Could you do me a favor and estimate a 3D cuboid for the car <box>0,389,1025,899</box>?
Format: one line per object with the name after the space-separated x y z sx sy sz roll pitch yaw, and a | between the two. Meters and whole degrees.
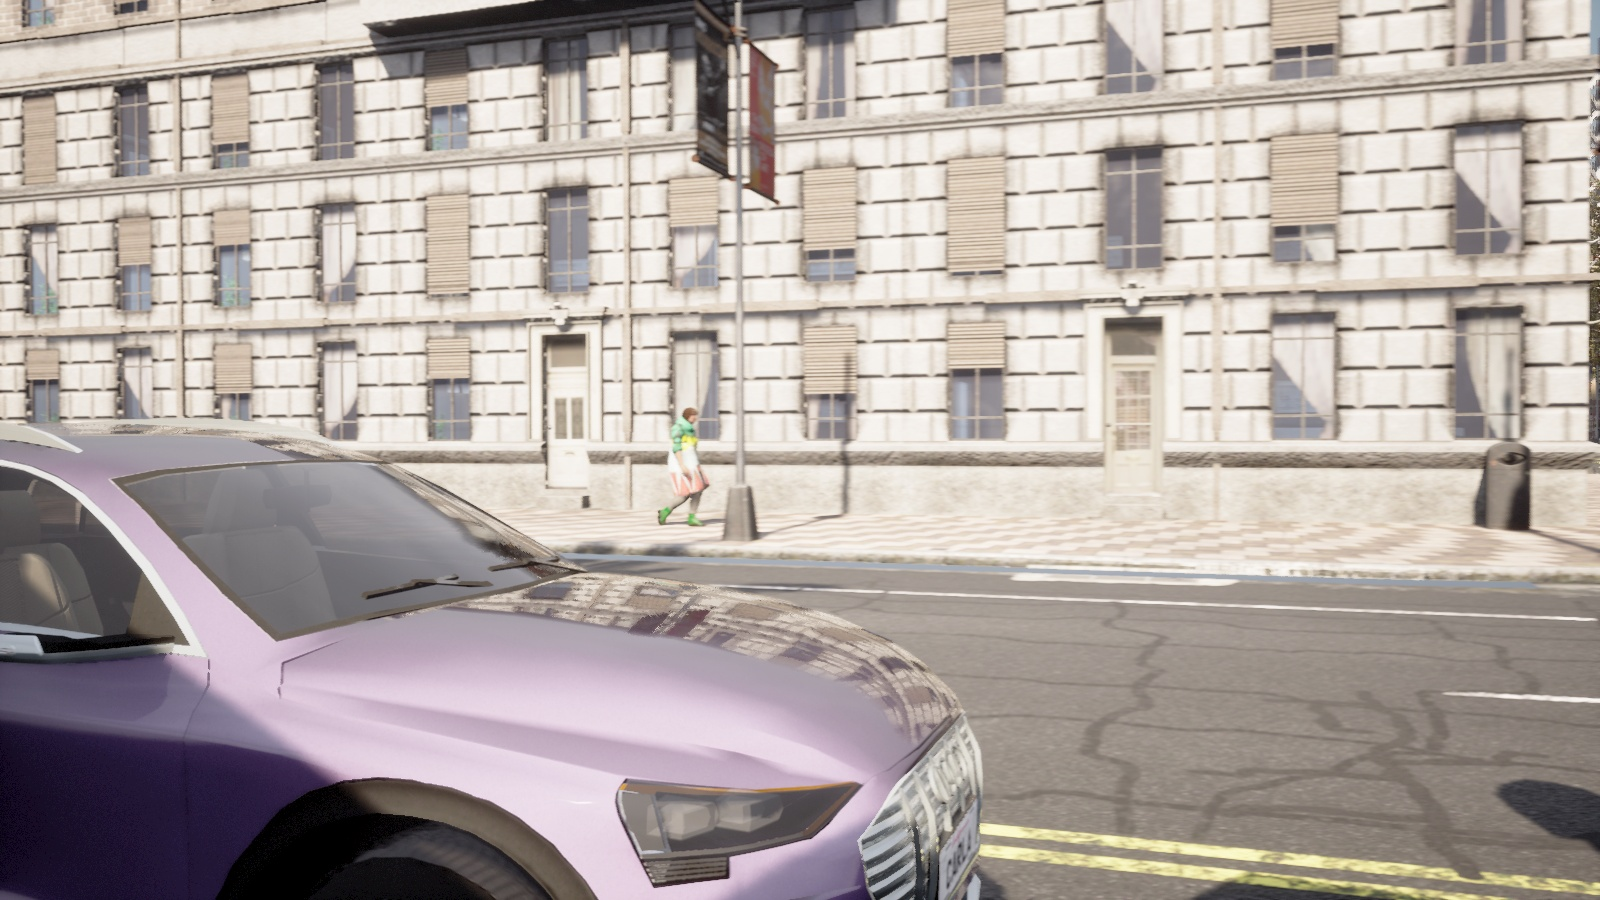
-1.910 0.688 3.835 4.856 1.649 2.033 1 1 19 | car

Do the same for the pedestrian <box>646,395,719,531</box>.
-1.737 0.179 18.584 0.873 1.952 0.659 1 1 23 | pedestrian
